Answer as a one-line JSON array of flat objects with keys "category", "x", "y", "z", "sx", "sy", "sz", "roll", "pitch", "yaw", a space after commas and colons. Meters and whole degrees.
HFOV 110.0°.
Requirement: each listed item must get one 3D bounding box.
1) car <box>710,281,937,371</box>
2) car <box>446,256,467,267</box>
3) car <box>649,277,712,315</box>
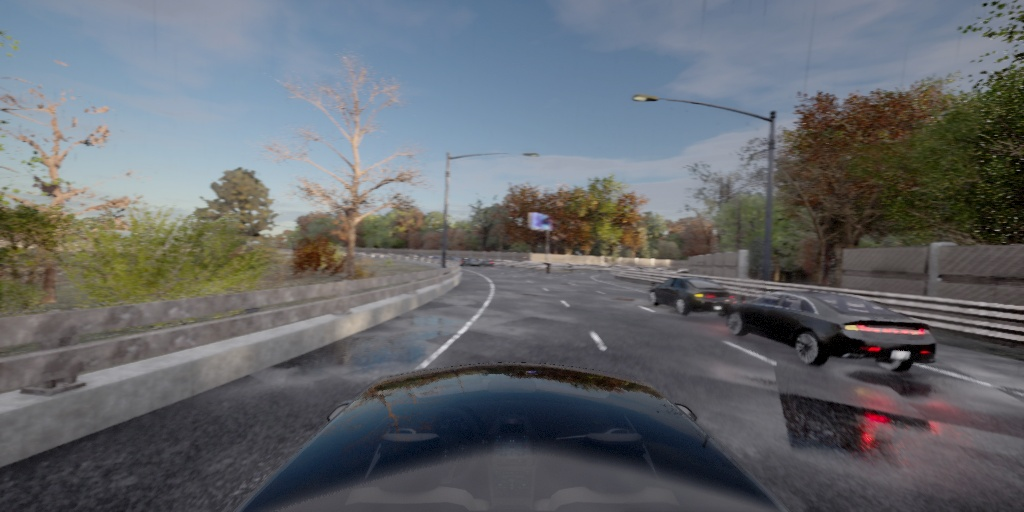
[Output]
[{"category": "car", "x": 7.270, "y": 1.609, "z": 8.927, "sx": 2.128, "sy": 1.511, "sz": 4.902, "roll": 3, "pitch": 0, "yaw": 5}, {"category": "car", "x": -10.127, "y": 1.154, "z": 63.541, "sx": 1.994, "sy": 1.385, "sz": 4.181, "roll": 3, "pitch": 0, "yaw": -26}, {"category": "car", "x": 7.653, "y": 1.675, "z": 15.711, "sx": 1.837, "sy": 1.490, "sz": 4.892, "roll": 3, "pitch": 0, "yaw": 0}]
